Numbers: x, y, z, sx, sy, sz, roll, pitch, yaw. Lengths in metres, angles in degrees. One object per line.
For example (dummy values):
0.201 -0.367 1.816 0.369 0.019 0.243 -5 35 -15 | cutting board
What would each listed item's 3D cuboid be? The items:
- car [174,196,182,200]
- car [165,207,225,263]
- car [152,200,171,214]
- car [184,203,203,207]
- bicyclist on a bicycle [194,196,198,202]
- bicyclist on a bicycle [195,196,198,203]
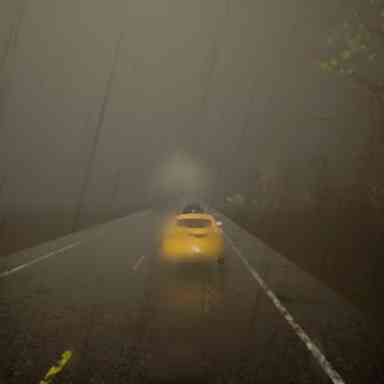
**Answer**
-3.388 1.531 80.184 1.882 1.535 5.008 0 0 0 | car
0.097 1.545 12.276 1.882 1.535 5.008 0 0 0 | car
-3.541 1.722 39.365 1.837 1.490 4.892 0 -1 0 | car
0.139 1.746 33.108 1.994 1.385 4.181 0 0 0 | car
1.085 1.934 90.628 0.866 1.612 1.509 0 0 0 | bicyclist on a bicycle
1.077 1.900 81.630 0.582 1.620 1.656 0 -1 0 | bicyclist on a bicycle
